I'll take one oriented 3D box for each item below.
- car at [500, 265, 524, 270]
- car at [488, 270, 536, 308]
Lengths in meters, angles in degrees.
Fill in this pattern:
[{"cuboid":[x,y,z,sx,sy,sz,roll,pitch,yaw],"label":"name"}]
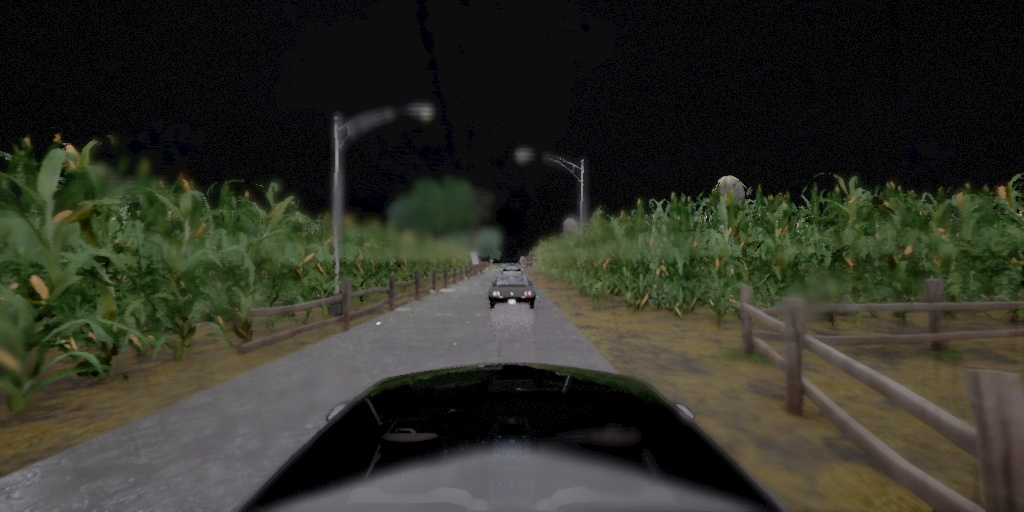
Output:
[{"cuboid":[0.014,1.522,31.142,2.128,1.511,4.902,0,0,0],"label":"car"},{"cuboid":[0.006,1.485,15.954,1.895,1.301,4.718,0,-1,0],"label":"car"}]
